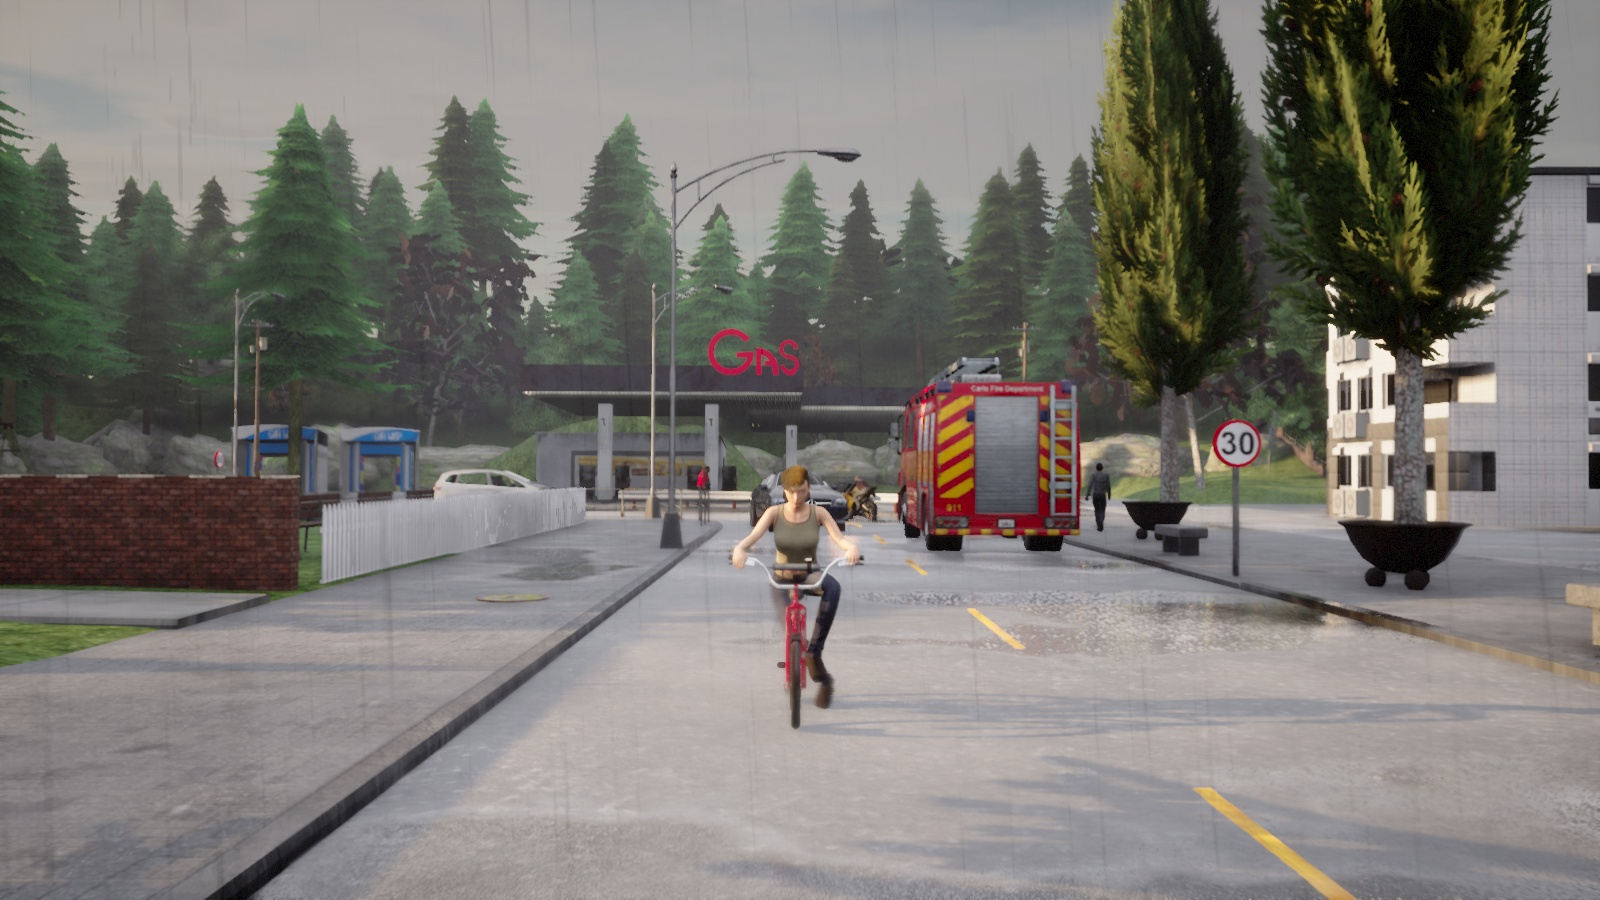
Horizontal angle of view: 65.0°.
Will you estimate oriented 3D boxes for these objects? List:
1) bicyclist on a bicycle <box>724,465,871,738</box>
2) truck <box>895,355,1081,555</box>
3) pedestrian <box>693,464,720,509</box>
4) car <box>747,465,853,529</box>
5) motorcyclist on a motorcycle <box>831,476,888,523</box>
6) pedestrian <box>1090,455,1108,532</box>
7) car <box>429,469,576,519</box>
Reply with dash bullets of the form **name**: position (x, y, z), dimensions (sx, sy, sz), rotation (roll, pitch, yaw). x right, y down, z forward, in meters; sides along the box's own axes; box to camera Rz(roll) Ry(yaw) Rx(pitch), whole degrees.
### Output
- **bicyclist on a bicycle**: position (-0.016, 0.908, 8.191), dimensions (0.866, 1.612, 1.509), rotation (0, -1, 0)
- **truck**: position (3.929, 0.168, 28.405), dimensions (2.891, 3.827, 8.468), rotation (0, -1, 0)
- **pedestrian**: position (-3.845, 1.506, 51.590), dimensions (0.899, 1.844, 0.634), rotation (-1, -1, 22)
- **car**: position (-0.091, 1.250, 34.944), dimensions (2.152, 1.651, 5.027), rotation (0, -1, -9)
- **motorcyclist on a motorcycle**: position (1.969, 1.634, 42.111), dimensions (0.866, 1.530, 2.191), rotation (-1, -1, -28)
- **pedestrian**: position (7.670, 1.099, 32.203), dimensions (0.423, 1.949, 0.788), rotation (-1, -1, 16)
- **car**: position (-10.308, 1.523, 43.815), dimensions (4.611, 1.667, 2.242), rotation (0, -1, 0)
